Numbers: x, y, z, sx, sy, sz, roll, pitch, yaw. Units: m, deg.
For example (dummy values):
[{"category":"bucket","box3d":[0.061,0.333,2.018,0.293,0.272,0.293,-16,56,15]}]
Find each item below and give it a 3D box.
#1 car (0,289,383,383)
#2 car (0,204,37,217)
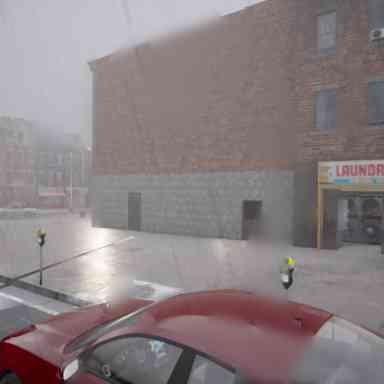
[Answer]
[{"category":"car","box3d":[0.102,1.544,2.727,4.507,1.381,1.887,0,1,36]},{"category":"car","box3d":[-17.793,1.866,32.398,1.895,1.301,4.718,1,0,36]}]
